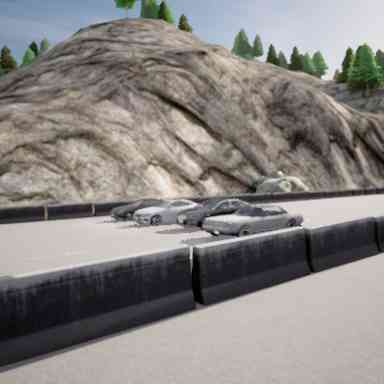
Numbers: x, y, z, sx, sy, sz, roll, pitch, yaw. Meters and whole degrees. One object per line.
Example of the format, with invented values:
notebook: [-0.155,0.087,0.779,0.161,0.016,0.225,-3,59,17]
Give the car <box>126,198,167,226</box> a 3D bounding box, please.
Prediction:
car: [-1.296,1.173,20.376,4.674,1.442,1.812,-2,1,-36]

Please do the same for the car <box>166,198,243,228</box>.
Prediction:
car: [1.421,1.109,18.024,4.902,1.511,2.128,-2,1,-36]

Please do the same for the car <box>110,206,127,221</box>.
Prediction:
car: [-3.342,1.175,23.216,4.674,1.442,1.812,-2,1,-36]

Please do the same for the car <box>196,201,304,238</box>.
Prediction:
car: [2.777,1.245,14.685,4.718,1.301,1.895,-2,1,-36]
